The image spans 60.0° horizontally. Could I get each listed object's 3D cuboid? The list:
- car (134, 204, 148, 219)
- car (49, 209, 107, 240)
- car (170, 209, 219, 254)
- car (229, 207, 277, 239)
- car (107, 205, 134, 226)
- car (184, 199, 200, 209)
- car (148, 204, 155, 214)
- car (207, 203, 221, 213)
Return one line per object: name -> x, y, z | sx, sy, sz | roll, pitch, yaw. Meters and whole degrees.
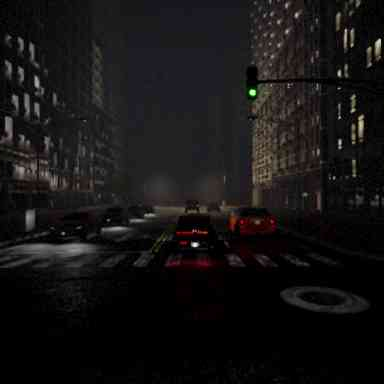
car -> -6.542, 2.230, 37.886 | 1.812, 1.442, 4.674 | -1, -1, 0
car -> -6.584, 1.888, 19.327 | 1.812, 1.442, 4.674 | -1, -1, 0
car -> 0.109, 1.715, 14.554 | 1.837, 1.490, 4.892 | -1, -1, 0
car -> 3.359, 1.616, 19.189 | 2.097, 1.767, 4.553 | -1, -1, 0
car -> -6.577, 2.038, 28.595 | 1.837, 1.490, 4.892 | -1, -1, 0
car -> 0.039, 2.071, 49.304 | 2.150, 2.045, 5.566 | -1, -1, 0
car -> -6.460, 2.450, 47.871 | 1.994, 1.385, 4.181 | -1, -1, 0
car -> 3.309, 2.369, 50.639 | 1.812, 1.442, 4.674 | -1, -1, 0
